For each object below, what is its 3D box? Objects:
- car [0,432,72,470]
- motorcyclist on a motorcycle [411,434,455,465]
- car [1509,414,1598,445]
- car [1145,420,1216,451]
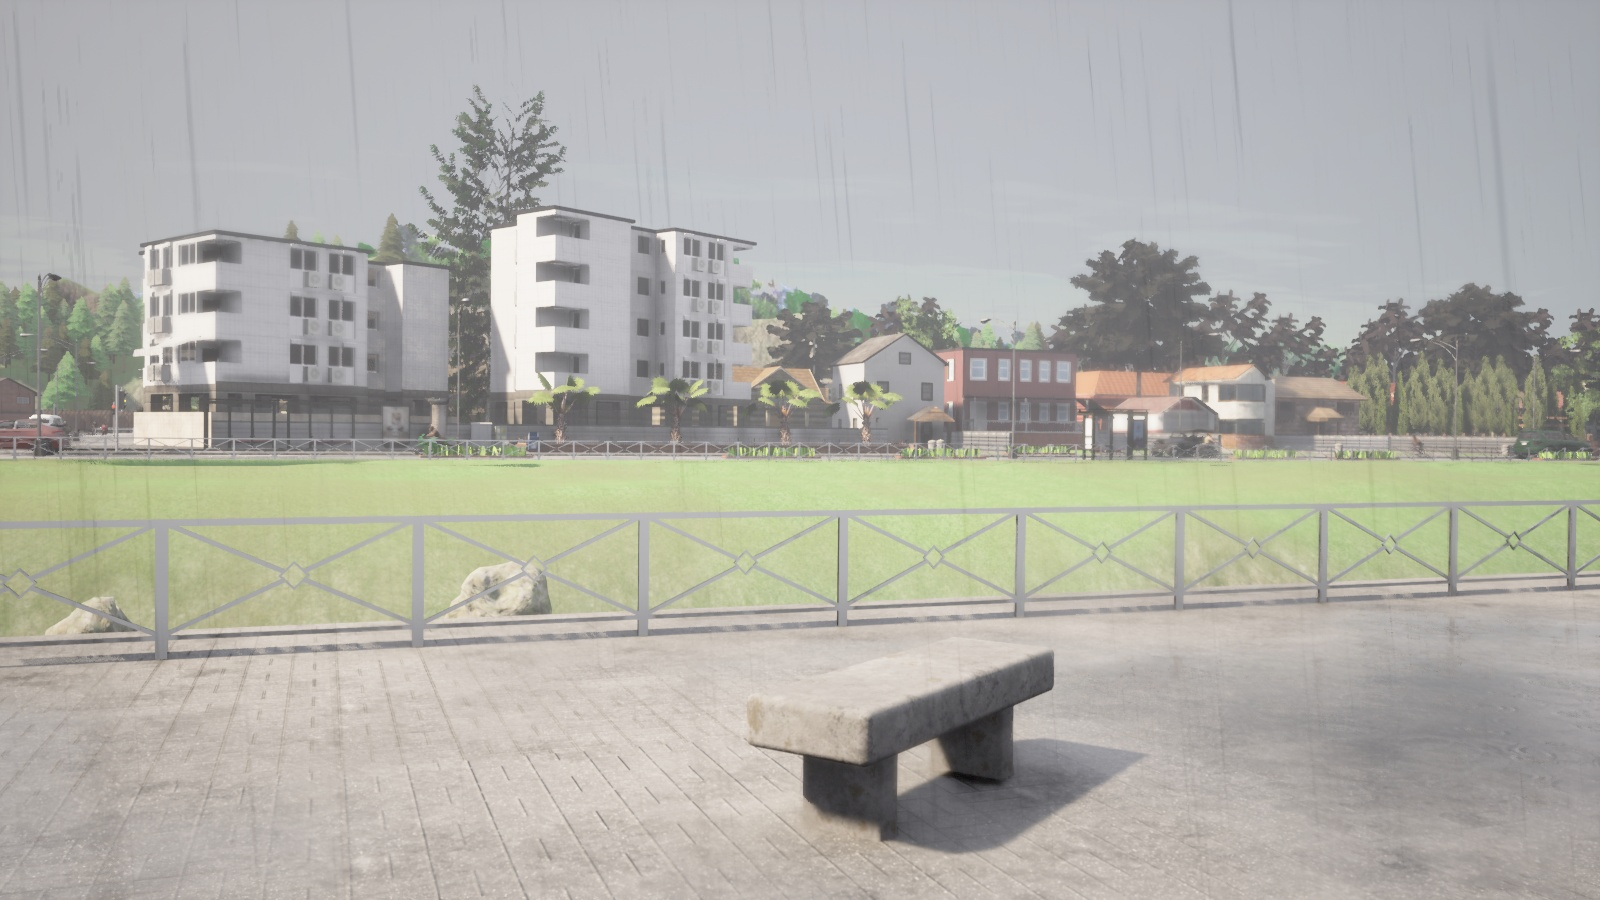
[{"bbox_3d":[-35.631,0.046,56.209,5.027,1.651,2.152,-1,1,-22],"label":"car"},{"bbox_3d":[-18.377,-0.043,62.813,2.044,1.523,0.797,-1,1,-21],"label":"motorcyclist on a motorcycle"},{"bbox_3d":[50.901,-1.406,84.818,5.566,2.045,2.150,-1,1,-21],"label":"car"},{"bbox_3d":[23.893,-0.943,78.850,3.866,1.878,1.905,-1,1,-21],"label":"car"}]
